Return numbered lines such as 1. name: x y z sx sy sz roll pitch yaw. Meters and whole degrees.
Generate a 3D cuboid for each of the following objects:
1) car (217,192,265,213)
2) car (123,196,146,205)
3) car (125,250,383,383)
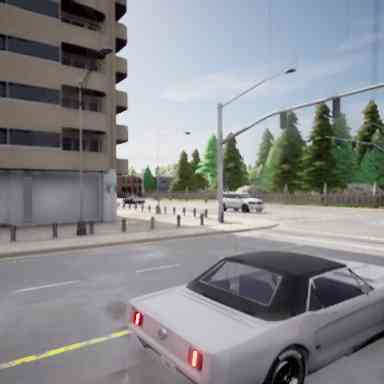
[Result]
1. car: 4.964 1.038 34.285 2.150 2.045 5.566 -1 1 -36
2. car: -9.474 1.368 54.420 2.033 1.411 5.357 -1 0 -35
3. car: 1.565 1.561 4.895 4.718 1.301 1.895 -1 0 -35
